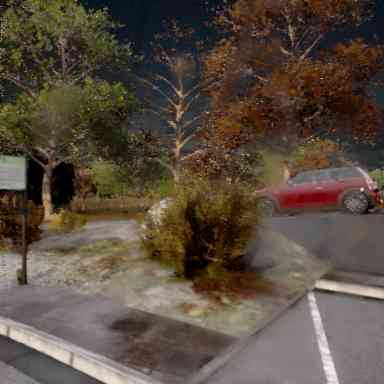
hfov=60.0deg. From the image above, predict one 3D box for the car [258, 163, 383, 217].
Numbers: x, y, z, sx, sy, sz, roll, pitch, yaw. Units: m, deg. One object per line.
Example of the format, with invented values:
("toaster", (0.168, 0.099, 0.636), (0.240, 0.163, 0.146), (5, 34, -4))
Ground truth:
("car", (4.370, -0.040, 12.279), (4.553, 1.767, 2.097), (-5, -3, 33))
